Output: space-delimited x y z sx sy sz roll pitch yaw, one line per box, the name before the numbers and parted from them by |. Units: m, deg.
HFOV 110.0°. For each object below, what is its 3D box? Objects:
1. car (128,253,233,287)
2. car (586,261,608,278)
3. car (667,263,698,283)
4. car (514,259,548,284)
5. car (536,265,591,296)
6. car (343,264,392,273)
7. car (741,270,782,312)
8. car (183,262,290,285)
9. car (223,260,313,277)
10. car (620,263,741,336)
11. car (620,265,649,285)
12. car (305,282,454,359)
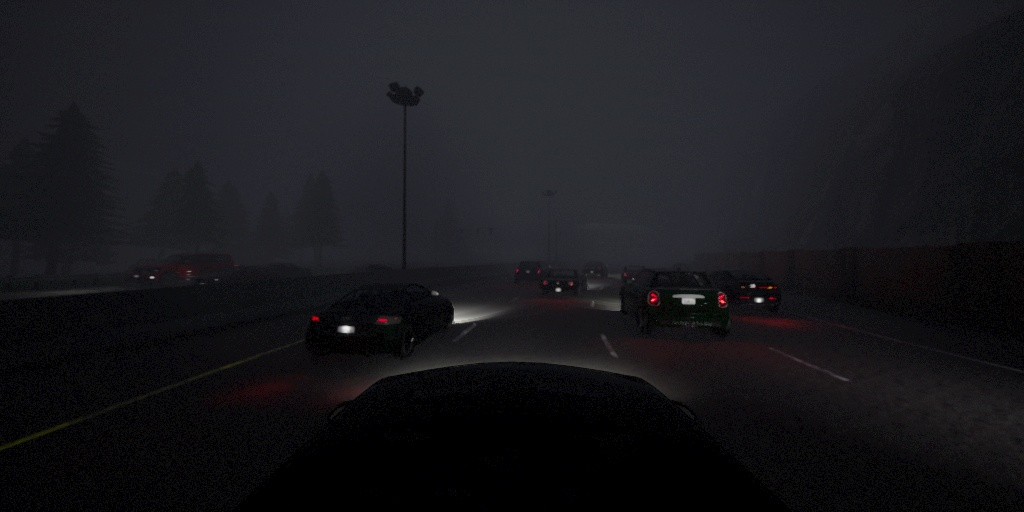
car | -21.387 0.833 23.733 2.150 2.045 5.566 0 0 15
car | 7.876 1.235 33.656 1.882 1.535 5.008 0 0 21
car | 13.786 1.320 29.167 1.812 1.442 4.674 0 0 20
car | 1.766 1.085 26.632 2.097 1.767 4.553 0 0 19
car | 2.918 1.347 19.423 1.895 1.301 4.718 0 0 18
car | -9.988 1.235 25.287 1.994 1.385 4.181 0 0 18
car | 8.898 1.285 14.480 1.837 1.490 4.892 0 -1 13
car | -15.089 1.213 19.951 1.994 1.385 4.181 0 0 14
car | -17.162 1.179 25.927 2.033 1.411 5.357 0 0 17
car | 4.591 1.117 10.786 2.097 1.767 4.553 0 0 9
car | 9.356 1.373 27.237 1.895 1.301 4.718 0 0 20
car | -2.784 1.292 8.458 1.994 1.385 4.181 0 0 6
